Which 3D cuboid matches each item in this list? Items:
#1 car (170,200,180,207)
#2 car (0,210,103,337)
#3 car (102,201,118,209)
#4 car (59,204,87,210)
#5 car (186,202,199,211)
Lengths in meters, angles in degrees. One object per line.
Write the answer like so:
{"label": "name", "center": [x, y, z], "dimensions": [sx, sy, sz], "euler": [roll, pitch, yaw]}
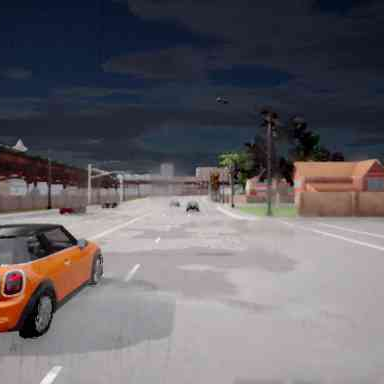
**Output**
{"label": "car", "center": [-3.489, 2.354, 67.704], "dimensions": [1.994, 1.385, 4.181], "euler": [0, -1, 0]}
{"label": "car", "center": [-3.395, 1.434, 6.947], "dimensions": [2.097, 1.767, 4.553], "euler": [0, -1, 0]}
{"label": "car", "center": [-13.999, 2.234, 57.101], "dimensions": [1.994, 1.385, 4.181], "euler": [0, -1, 0]}
{"label": "car", "center": [-14.096, 2.064, 39.547], "dimensions": [1.895, 1.301, 4.718], "euler": [0, -1, 0]}
{"label": "car", "center": [0.101, 2.129, 49.553], "dimensions": [2.033, 1.411, 5.357], "euler": [0, -1, 0]}
